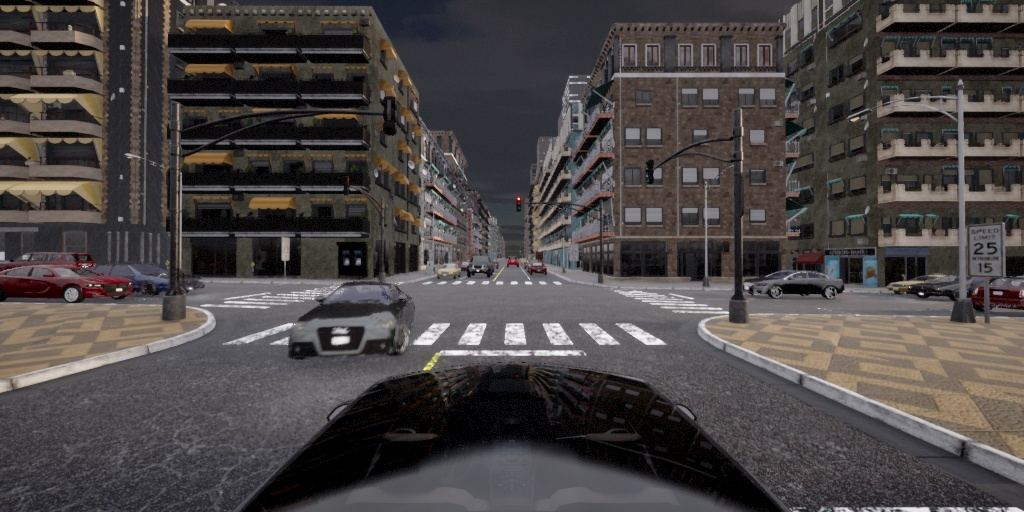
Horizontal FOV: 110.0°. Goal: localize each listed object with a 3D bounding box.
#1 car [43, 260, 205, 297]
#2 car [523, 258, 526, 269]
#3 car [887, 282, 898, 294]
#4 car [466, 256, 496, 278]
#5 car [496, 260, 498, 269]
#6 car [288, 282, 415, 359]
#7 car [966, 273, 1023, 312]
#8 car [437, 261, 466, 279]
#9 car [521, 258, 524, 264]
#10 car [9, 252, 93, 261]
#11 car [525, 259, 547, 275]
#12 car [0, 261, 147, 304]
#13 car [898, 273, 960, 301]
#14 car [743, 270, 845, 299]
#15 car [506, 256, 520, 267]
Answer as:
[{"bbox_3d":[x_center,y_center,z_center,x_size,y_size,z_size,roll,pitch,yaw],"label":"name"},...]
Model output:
[{"bbox_3d":[-17.253,1.039,16.260,5.357,1.411,2.033,1,-1,0],"label":"car"},{"bbox_3d":[2.731,1.200,43.821,1.967,1.591,4.097,0,0,0],"label":"car"},{"bbox_3d":[26.266,1.755,22.300,4.829,1.417,1.751,0,0,0],"label":"car"},{"bbox_3d":[-3.068,0.979,35.202,2.150,2.045,5.566,0,0,0],"label":"car"},{"bbox_3d":[-3.057,1.265,45.241,1.837,1.490,4.892,0,0,0],"label":"car"},{"bbox_3d":[-3.385,1.315,8.341,1.994,1.385,4.181,0,0,-10],"label":"car"},{"bbox_3d":[20.846,1.500,13.950,4.097,1.591,1.967,0,0,0],"label":"car"},{"bbox_3d":[-5.660,1.282,32.626,1.751,1.417,4.829,0,0,0],"label":"car"},{"bbox_3d":[2.741,1.346,54.868,1.802,1.307,4.207,0,0,0],"label":"car"},{"bbox_3d":[-28.627,0.686,21.969,5.009,1.841,2.192,0,0,0],"label":"car"},{"bbox_3d":[2.726,1.303,38.297,1.888,1.381,4.507,0,0,0],"label":"car"},{"bbox_3d":[-17.251,1.011,13.664,4.507,1.381,1.888,0,0,0],"label":"car"},{"bbox_3d":[25.182,1.732,19.739,5.357,1.411,2.033,1,-1,0],"label":"car"},{"bbox_3d":[15.323,1.522,19.678,4.902,1.511,2.128,1,-1,-1],"label":"car"},{"bbox_3d":[0.159,0.989,64.530,2.150,2.045,5.566,0,0,0],"label":"car"}]
